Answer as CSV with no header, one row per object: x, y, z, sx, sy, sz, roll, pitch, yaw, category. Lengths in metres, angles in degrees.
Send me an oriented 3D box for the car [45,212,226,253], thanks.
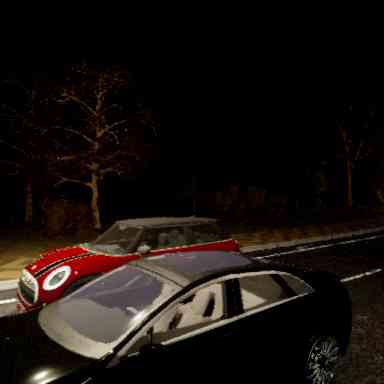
-1.067,1.349,6.972,4.553,1.767,2.097,0,0,-36,car

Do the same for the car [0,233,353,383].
-0.205,1.490,3.580,4.902,1.511,2.128,0,0,-36,car
